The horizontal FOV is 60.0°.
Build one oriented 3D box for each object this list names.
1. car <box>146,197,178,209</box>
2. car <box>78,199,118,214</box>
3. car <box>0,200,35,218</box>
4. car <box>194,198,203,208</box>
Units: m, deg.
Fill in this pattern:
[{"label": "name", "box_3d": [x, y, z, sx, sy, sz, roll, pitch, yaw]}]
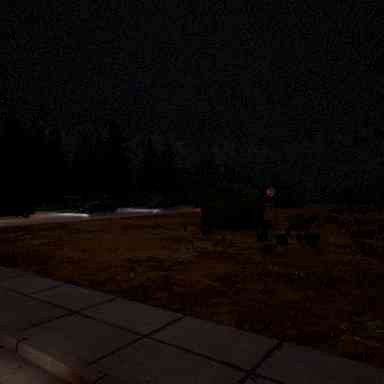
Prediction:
[{"label": "car", "box_3d": [-4.011, 1.504, 44.992, 1.882, 1.535, 5.008, 0, 0, 37]}, {"label": "car", "box_3d": [-10.224, 1.552, 36.606, 1.812, 1.442, 4.674, 0, 0, 37]}, {"label": "car", "box_3d": [-16.146, 1.504, 28.609, 1.882, 1.535, 5.008, 0, 0, 36]}, {"label": "car", "box_3d": [2.226, 1.532, 47.226, 1.837, 1.490, 4.892, 0, 0, 36]}]
